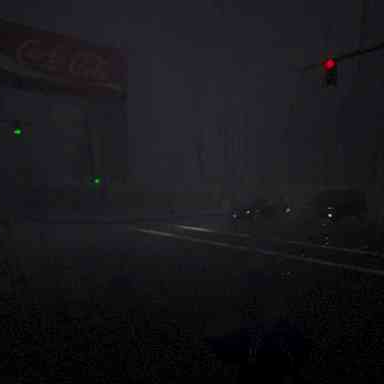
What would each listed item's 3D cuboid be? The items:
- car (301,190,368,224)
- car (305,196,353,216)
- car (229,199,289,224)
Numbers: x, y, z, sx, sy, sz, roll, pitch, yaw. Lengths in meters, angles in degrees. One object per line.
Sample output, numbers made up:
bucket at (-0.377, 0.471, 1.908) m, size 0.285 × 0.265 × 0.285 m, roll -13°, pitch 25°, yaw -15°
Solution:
car at (9.502, 0.909, 21.902) m, size 5.566 × 2.045 × 2.150 m, roll -1°, pitch 1°, yaw -39°
car at (11.672, 1.129, 28.207) m, size 4.674 × 1.442 × 1.812 m, roll -1°, pitch 1°, yaw -39°
car at (4.561, 1.210, 22.370) m, size 4.902 × 1.511 × 2.128 m, roll -1°, pitch 1°, yaw -39°
